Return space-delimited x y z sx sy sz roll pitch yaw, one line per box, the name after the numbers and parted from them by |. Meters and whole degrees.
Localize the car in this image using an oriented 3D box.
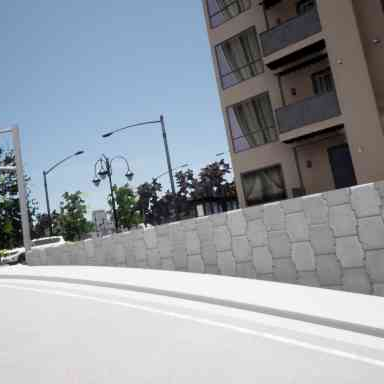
-14.127 5.315 30.275 2.150 2.045 5.566 -14 -8 35 | car
